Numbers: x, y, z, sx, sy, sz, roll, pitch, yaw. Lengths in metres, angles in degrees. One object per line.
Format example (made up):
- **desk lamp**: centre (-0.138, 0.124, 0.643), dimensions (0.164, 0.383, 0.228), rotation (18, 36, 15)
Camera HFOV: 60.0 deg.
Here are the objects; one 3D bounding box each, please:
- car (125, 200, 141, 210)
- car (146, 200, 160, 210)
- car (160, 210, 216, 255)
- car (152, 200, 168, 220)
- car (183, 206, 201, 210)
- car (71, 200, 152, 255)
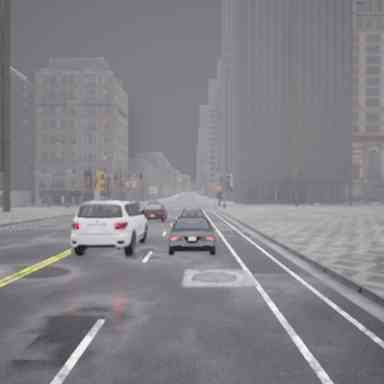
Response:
- **car**: centre (-9.732, 2.102, 55.275), dimensions (1.882, 1.535, 5.008), rotation (0, -1, 0)
- **car**: centre (-6.479, 2.139, 55.450), dimensions (1.837, 1.490, 4.892), rotation (0, -1, 0)
- **car**: centre (0.007, 1.686, 13.980), dimensions (2.033, 1.411, 5.357), rotation (0, -1, 0)
- **car**: centre (-3.229, 1.790, 29.472), dimensions (1.882, 1.535, 5.008), rotation (0, 0, 0)
- **car**: centre (0.016, 1.909, 29.098), dimensions (1.895, 1.301, 4.718), rotation (0, -1, 0)
- **car**: centre (-3.243, 1.356, 14.018), dimensions (2.150, 2.045, 5.566), rotation (0, 0, 0)
